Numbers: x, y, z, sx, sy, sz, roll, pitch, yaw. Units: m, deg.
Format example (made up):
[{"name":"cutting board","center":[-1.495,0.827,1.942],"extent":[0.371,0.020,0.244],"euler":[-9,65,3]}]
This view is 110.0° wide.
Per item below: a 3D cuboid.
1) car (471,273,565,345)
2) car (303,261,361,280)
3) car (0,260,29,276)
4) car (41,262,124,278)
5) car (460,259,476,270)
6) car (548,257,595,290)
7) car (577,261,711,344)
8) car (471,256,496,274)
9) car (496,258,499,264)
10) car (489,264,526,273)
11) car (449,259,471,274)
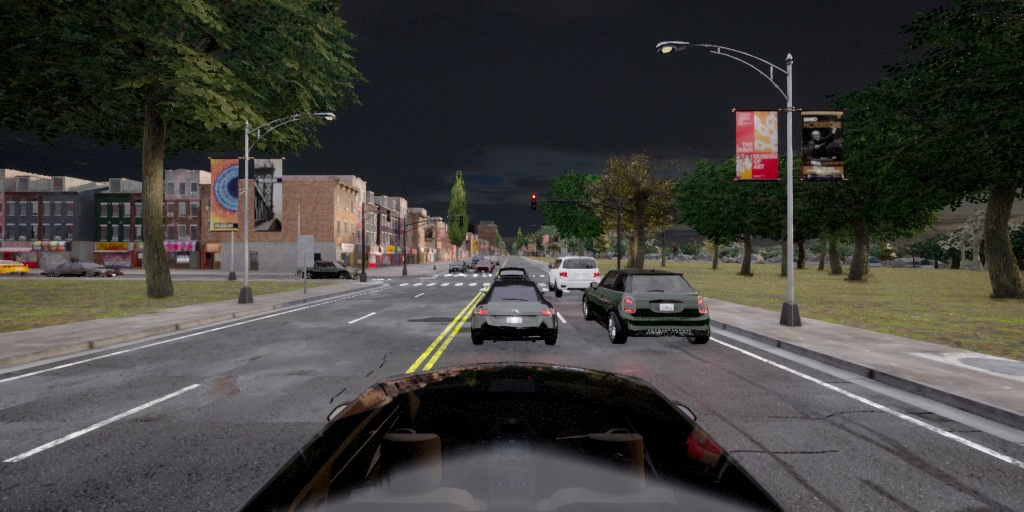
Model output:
[{"name":"car","center":[0.058,1.332,9.576],"extent":[1.994,1.385,4.181],"euler":[0,0,0]},{"name":"car","center":[-15.309,1.227,30.778],"extent":[4.553,1.767,2.097],"euler":[1,0,4]},{"name":"car","center":[-48.975,1.118,33.856],"extent":[5.008,1.535,1.882],"euler":[0,0,0]},{"name":"car","center":[-37.046,1.232,30.978],"extent":[5.357,1.411,2.033],"euler":[0,0,0]},{"name":"car","center":[-6.707,1.308,54.524],"extent":[1.837,1.490,4.892],"euler":[0,1,0]},{"name":"car","center":[3.257,1.054,19.487],"extent":[2.150,2.045,5.566],"euler":[0,0,0]},{"name":"car","center":[3.310,1.121,9.774],"extent":[2.097,1.767,4.553],"euler":[0,0,0]},{"name":"car","center":[-3.441,1.219,44.543],"extent":[2.097,1.767,4.553],"euler":[0,0,0]},{"name":"car","center":[-3.457,1.409,54.193],"extent":[1.895,1.301,4.718],"euler":[0,0,0]},{"name":"car","center":[0.008,1.331,18.488],"extent":[1.837,1.490,4.892],"euler":[0,0,0]},{"name":"car","center":[-6.691,1.371,44.795],"extent":[1.837,1.490,4.892],"euler":[0,0,0]}]
